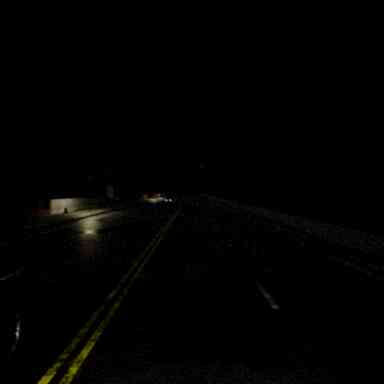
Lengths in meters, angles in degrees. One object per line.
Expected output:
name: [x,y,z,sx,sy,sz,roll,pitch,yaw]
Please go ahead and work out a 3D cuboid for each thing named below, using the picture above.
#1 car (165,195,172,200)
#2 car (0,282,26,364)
car: [-6.504,1.474,93.264,2.033,1.411,5.357,0,0,0]
car: [-3.349,1.563,3.029,1.994,1.385,4.181,0,0,0]
